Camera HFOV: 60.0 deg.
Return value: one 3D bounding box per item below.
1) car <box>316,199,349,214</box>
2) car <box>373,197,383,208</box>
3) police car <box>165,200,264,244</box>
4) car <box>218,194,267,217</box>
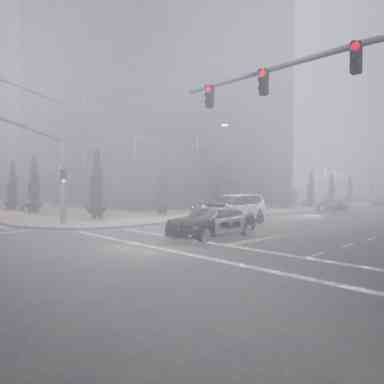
[{"bbox_3d":[14.435,1.429,34.101,4.902,1.511,2.128,0,1,-44],"label":"car"},{"bbox_3d":[26.553,1.421,45.866,4.181,1.385,1.994,0,0,-44],"label":"car"},{"bbox_3d":[0.995,1.381,15.870,5.238,1.638,1.930,0,0,-44],"label":"police car"},{"bbox_3d":[2.940,1.150,22.822,5.566,2.045,2.150,0,0,-44],"label":"car"}]
